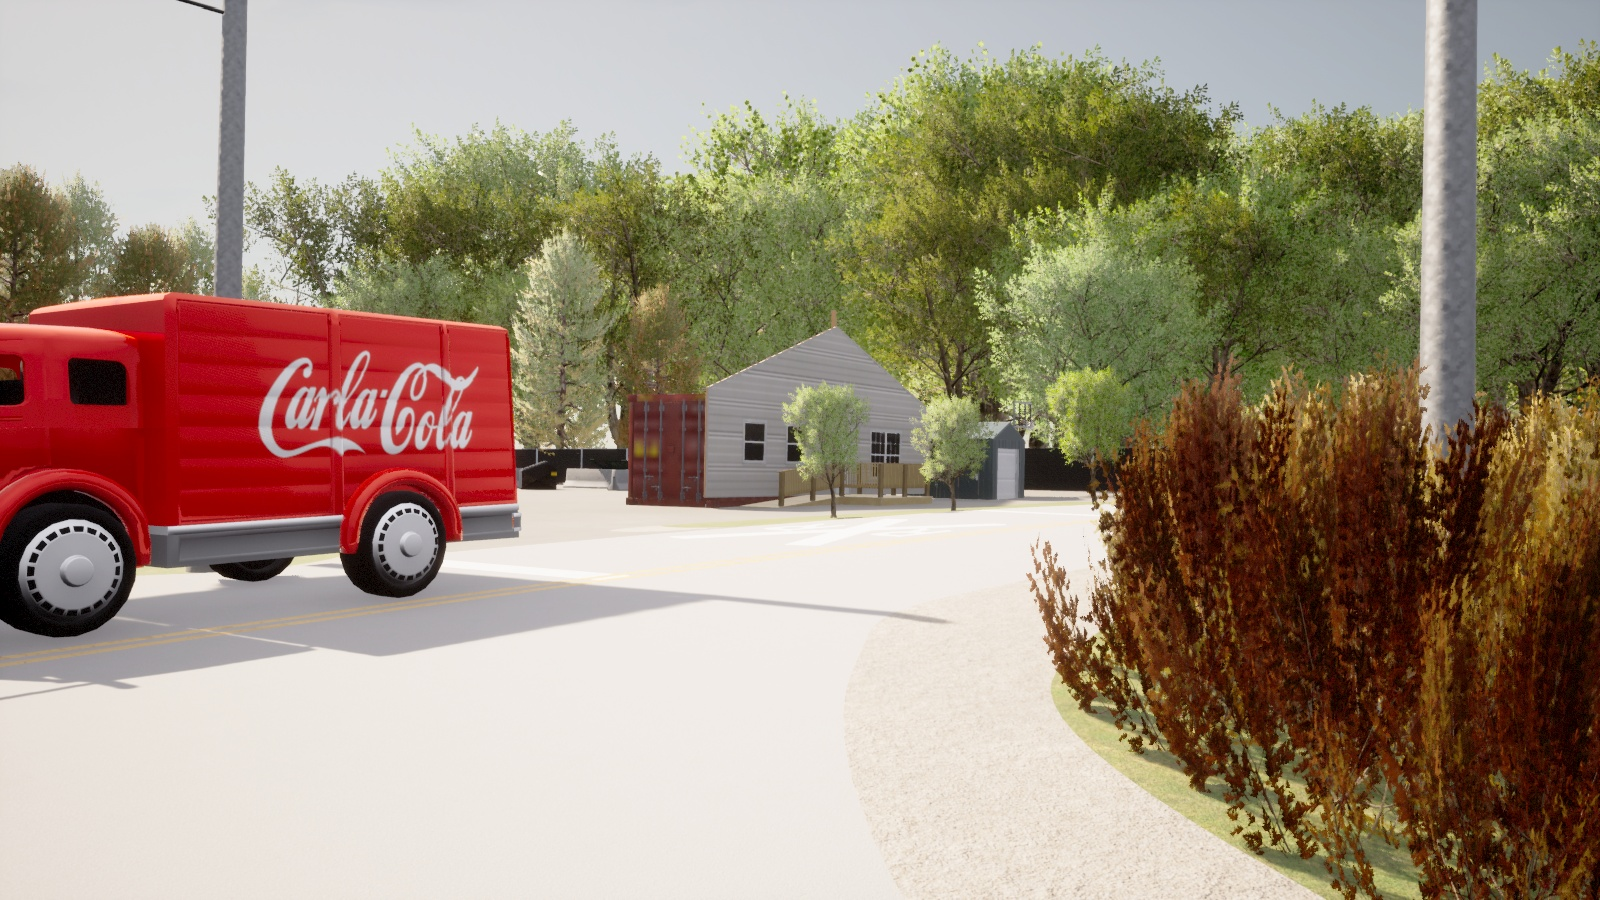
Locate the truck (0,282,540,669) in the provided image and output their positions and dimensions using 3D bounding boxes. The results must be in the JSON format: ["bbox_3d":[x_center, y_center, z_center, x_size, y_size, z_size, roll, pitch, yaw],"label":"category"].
[{"bbox_3d":[-5.027,0.128,10.451,2.627,2.467,5.204,-1,1,34],"label":"truck"}]
